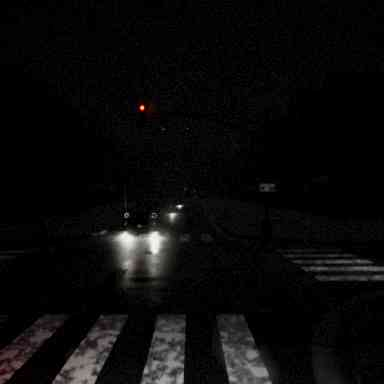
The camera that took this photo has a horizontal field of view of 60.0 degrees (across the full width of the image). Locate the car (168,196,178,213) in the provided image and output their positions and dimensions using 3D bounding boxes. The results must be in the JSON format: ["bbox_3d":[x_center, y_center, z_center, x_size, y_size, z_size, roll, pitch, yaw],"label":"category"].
[{"bbox_3d":[-2.906,1.445,37.252,1.882,1.535,5.008,0,0,0],"label":"car"}]

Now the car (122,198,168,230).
[{"bbox_3d":[-2.934,1.333,20.901,2.097,1.767,4.553,0,0,1],"label":"car"}]

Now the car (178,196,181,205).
[{"bbox_3d":[-2.849,1.450,57.784,1.882,1.535,5.008,0,0,0],"label":"car"}]
